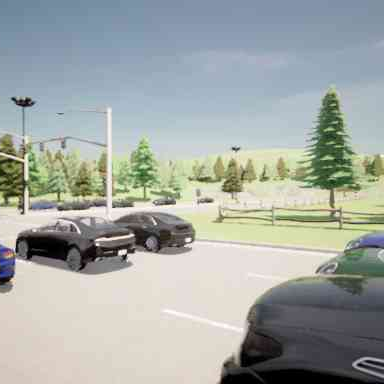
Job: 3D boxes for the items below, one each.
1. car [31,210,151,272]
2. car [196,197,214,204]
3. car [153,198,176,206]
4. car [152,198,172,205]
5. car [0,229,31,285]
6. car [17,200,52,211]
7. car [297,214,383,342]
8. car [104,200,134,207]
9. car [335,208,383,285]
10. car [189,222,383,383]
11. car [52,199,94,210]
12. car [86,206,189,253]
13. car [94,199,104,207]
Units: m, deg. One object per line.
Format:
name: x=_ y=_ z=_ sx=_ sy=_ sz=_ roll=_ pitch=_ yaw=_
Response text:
car: x=-4.005 y=1.561 z=11.134 sx=4.902 sy=1.511 sz=2.128 roll=0 pitch=0 yaw=36
car: x=2.720 y=1.771 z=69.407 sx=2.128 sy=1.511 sz=4.902 roll=0 pitch=0 yaw=35
car: x=-4.751 y=1.761 z=58.854 sx=2.128 sy=1.511 sz=4.902 roll=0 pitch=0 yaw=35
car: x=-6.206 y=1.884 z=68.877 sx=1.994 sy=1.385 sz=4.181 roll=0 pitch=0 yaw=35
car: x=-6.269 y=1.596 z=8.451 sx=4.674 sy=1.442 sz=1.812 roll=0 pitch=0 yaw=36
car: x=-21.602 y=1.865 z=46.901 sx=2.033 sy=1.411 sz=5.357 roll=0 pitch=0 yaw=35
car: x=4.277 y=1.347 z=5.240 sx=4.553 sy=1.767 sz=2.097 roll=-1 pitch=0 yaw=36
car: x=-10.695 y=1.833 z=50.341 sx=1.994 sy=1.385 sz=4.181 roll=0 pitch=0 yaw=34
car: x=6.196 y=1.349 z=8.170 sx=4.553 sy=1.767 sz=2.097 roll=-1 pitch=0 yaw=36
car: x=2.887 y=1.213 z=1.932 sx=5.566 sy=2.045 sz=2.150 roll=0 pitch=0 yaw=36
car: x=-15.467 y=1.832 z=43.461 sx=1.994 sy=1.385 sz=4.181 roll=0 pitch=0 yaw=35
car: x=-2.114 y=1.576 z=14.083 sx=4.892 sy=1.490 sz=1.837 roll=0 pitch=0 yaw=36
car: x=-15.831 y=1.866 z=55.194 sx=2.033 sy=1.411 sz=5.357 roll=0 pitch=0 yaw=35
